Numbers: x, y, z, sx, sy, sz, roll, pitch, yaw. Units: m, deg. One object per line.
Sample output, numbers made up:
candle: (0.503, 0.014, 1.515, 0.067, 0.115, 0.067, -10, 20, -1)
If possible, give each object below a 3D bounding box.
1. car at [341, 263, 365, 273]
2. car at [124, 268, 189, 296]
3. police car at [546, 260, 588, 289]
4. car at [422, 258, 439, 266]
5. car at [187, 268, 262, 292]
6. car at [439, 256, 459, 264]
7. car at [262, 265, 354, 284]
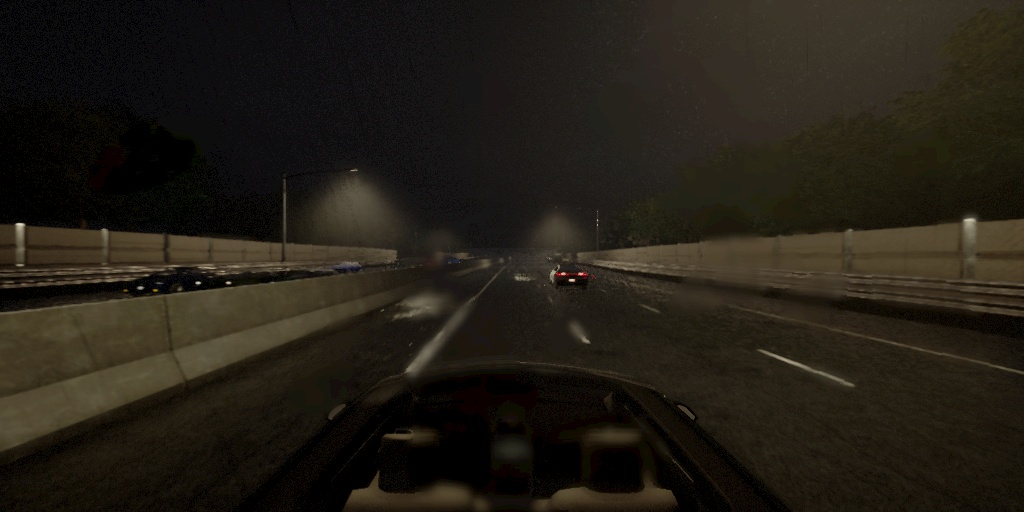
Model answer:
car: (-17.389, 1.359, 37.946, 1.895, 1.301, 4.718, 0, 0, 1)
car: (-17.560, 1.313, 18.935, 1.994, 1.385, 4.181, 0, 0, 0)
police car: (3.546, 1.269, 23.405, 2.038, 1.542, 4.974, 0, 0, 0)
car: (-13.691, 1.251, 60.143, 1.882, 1.535, 5.008, 0, 0, 1)
car: (-14.064, 1.351, 19.043, 1.895, 1.301, 4.718, 0, 0, 0)
car: (-10.191, 0.999, 60.075, 2.150, 2.045, 5.566, 0, 0, 1)
car: (-10.565, 1.353, 19.040, 1.895, 1.301, 4.718, 0, 0, 0)
